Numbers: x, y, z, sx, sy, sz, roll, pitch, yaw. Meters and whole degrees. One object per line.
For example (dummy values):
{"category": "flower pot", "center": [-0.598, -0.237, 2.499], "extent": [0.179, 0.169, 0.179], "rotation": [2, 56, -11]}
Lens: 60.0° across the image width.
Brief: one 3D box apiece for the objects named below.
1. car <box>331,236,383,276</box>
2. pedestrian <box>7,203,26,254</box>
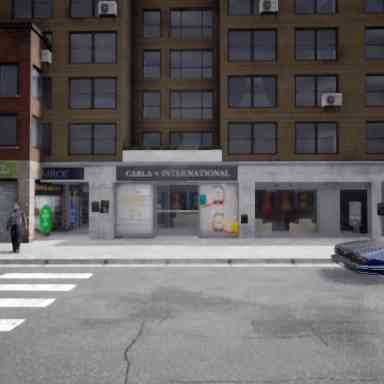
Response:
{"category": "car", "center": [6.642, 1.518, 8.752], "extent": [5.357, 1.411, 2.033], "rotation": [-1, -1, 2]}
{"category": "pedestrian", "center": [-6.416, 1.292, 12.095], "extent": [0.375, 1.860, 0.375], "rotation": [0, -1, 2]}
